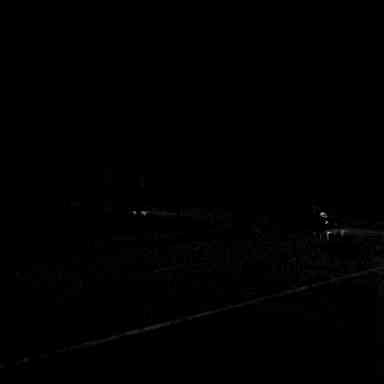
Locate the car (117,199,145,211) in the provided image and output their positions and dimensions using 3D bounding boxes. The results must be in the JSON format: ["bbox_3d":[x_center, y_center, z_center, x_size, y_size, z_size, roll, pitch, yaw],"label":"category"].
[{"bbox_3d":[-7.636,1.581,41.623,2.128,1.511,4.902,0,0,-39],"label":"car"}]

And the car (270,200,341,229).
[{"bbox_3d":[7.601,1.434,22.532,2.097,1.767,4.553,0,0,-39],"label":"car"}]
